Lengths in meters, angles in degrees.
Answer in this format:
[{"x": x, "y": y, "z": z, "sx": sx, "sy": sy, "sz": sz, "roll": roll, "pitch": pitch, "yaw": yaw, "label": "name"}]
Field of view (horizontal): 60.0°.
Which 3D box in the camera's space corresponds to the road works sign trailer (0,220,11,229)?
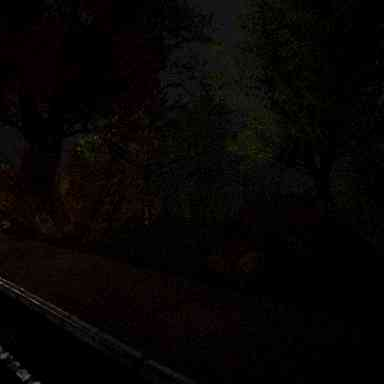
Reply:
[{"x": -6.453, "y": 1.084, "z": 6.977, "sx": 2.380, "sy": 2.880, "sz": 3.560, "roll": 43, "pitch": -7, "yaw": -3, "label": "road works sign trailer"}]
